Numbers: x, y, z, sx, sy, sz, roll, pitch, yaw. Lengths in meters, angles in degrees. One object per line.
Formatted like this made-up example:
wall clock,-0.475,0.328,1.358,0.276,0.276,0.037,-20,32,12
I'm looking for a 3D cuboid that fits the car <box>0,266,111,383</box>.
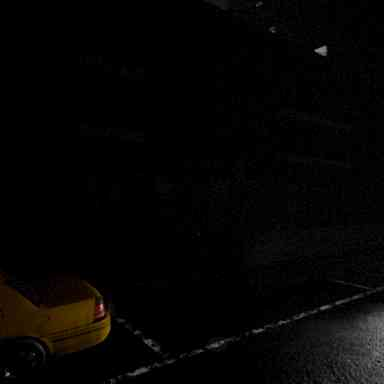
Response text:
car,-3.385,1.525,3.659,4.829,1.417,1.752,0,2,-35
